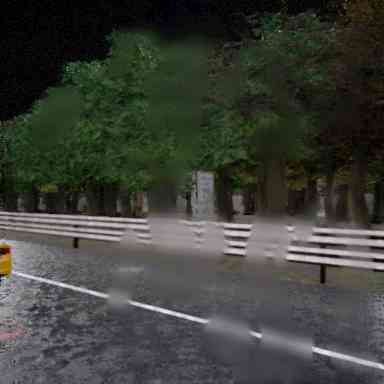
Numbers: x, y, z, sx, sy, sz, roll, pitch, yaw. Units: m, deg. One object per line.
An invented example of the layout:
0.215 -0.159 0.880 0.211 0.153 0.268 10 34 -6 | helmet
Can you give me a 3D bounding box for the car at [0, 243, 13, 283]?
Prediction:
-6.702 1.595 8.593 5.008 1.535 1.882 -1 -1 32 | car
